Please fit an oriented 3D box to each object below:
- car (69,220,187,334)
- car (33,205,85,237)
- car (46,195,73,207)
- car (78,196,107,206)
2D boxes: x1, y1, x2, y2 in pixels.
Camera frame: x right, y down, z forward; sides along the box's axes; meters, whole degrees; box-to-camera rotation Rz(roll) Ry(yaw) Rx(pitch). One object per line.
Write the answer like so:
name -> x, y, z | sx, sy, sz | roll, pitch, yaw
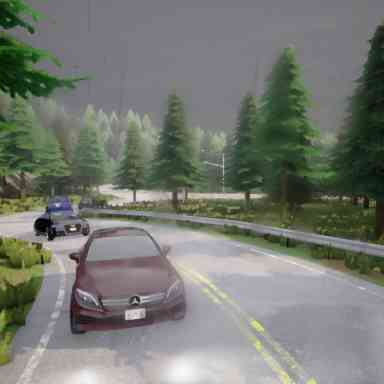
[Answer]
car -> -1.511, 1.523, 7.052 | 1.812, 1.442, 4.674 | -2, 0, -17
car -> -7.028, 1.664, 17.758 | 1.994, 1.385, 4.181 | -4, 2, -38
car -> -12.814, 1.326, 32.225 | 2.150, 2.045, 5.566 | -1, 0, -18
car -> -12.655, 1.289, 42.810 | 2.097, 1.767, 4.553 | 2, 2, 13
